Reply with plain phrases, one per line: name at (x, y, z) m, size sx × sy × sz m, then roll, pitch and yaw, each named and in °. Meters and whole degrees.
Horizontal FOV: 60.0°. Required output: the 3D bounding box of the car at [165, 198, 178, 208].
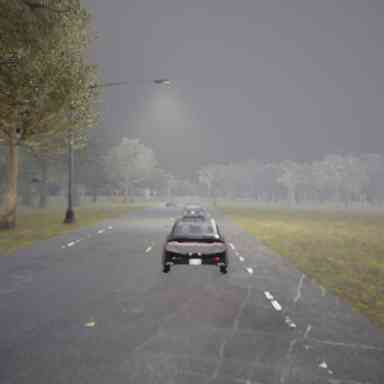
car at (-3.525, 1.885, 57.402) m, size 1.837 × 1.490 × 4.892 m, roll 1°, pitch -1°, yaw 0°

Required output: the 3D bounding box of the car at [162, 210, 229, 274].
car at (0.101, 1.585, 10.985) m, size 2.128 × 1.511 × 4.902 m, roll 1°, pitch 0°, yaw 0°

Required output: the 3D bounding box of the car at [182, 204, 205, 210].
car at (0.111, 1.691, 28.384) m, size 2.033 × 1.411 × 5.357 m, roll 1°, pitch -1°, yaw 0°
